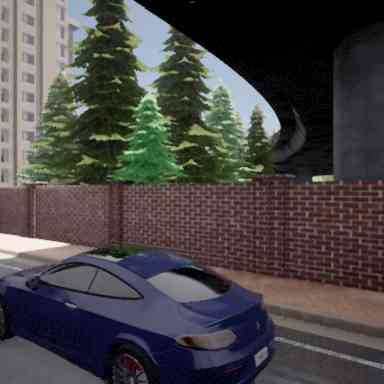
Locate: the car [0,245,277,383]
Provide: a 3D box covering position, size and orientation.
[{"bbox_3d":[-1.144,1.521,4.805,4.674,1.442,1.812,0,0,36],"label":"car"}]
